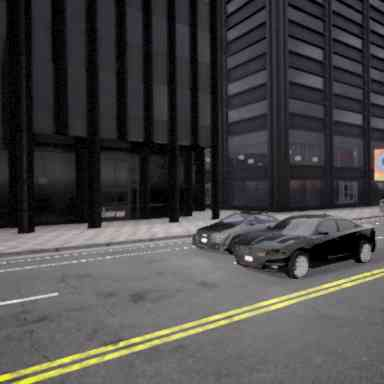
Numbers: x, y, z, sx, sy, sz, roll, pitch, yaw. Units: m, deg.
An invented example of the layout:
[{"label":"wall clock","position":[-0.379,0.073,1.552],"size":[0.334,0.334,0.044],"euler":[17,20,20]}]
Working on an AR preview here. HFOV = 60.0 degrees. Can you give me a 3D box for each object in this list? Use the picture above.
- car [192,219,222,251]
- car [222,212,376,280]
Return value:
[{"label":"car","position":[2.074,1.502,12.917],"size":[4.181,1.385,1.994],"euler":[-1,0,-34]},{"label":"car","position":[3.517,1.411,9.966],"size":[5.008,1.535,1.882],"euler":[-1,0,-34]}]
